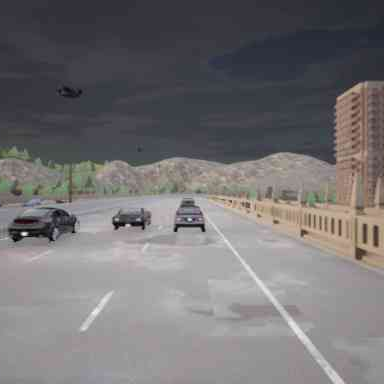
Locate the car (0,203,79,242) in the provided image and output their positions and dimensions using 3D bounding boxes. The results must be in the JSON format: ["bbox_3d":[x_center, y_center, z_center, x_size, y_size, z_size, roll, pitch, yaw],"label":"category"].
[{"bbox_3d":[-7.101,1.512,16.440,1.837,1.490,4.892,0,0,-1],"label":"car"}]

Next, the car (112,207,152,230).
[{"bbox_3d":[-3.667,1.605,21.164,1.895,1.301,4.718,0,0,-1],"label":"car"}]

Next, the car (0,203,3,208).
[{"bbox_3d":[-21.529,1.526,34.287,1.837,1.490,4.892,0,-1,0],"label":"car"}]

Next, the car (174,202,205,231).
[{"bbox_3d":[-0.158,1.549,20.634,2.033,1.411,5.357,0,0,-1],"label":"car"}]

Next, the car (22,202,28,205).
[{"bbox_3d":[-18.085,1.494,39.064,1.882,1.535,5.008,0,0,0],"label":"car"}]

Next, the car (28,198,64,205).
[{"bbox_3d":[-14.533,1.491,34.253,1.882,1.535,5.008,0,0,0],"label":"car"}]

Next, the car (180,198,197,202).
[{"bbox_3d":[-0.487,1.508,42.671,1.837,1.490,4.892,0,0,-1],"label":"car"}]
